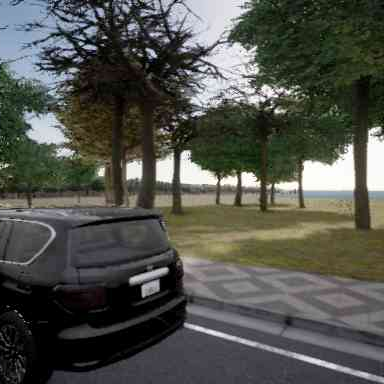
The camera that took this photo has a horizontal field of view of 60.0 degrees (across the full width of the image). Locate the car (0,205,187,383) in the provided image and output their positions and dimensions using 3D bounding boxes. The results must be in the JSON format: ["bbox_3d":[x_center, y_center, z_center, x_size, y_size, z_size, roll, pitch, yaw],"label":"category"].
[{"bbox_3d":[-2.685,1.244,5.454,5.566,2.045,2.150,0,0,35],"label":"car"}]
